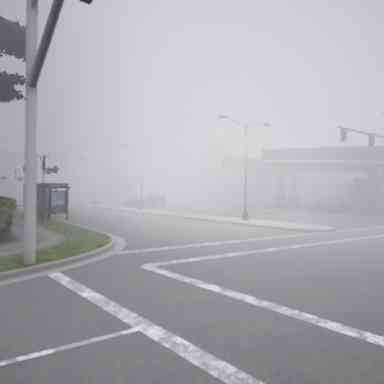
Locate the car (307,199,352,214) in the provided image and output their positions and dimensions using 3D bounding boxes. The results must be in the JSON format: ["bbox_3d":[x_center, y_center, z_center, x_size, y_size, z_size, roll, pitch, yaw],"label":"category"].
[{"bbox_3d":[15.970,1.667,39.591,2.242,1.667,4.611,1,0,-35],"label":"car"}]

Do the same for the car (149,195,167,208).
[{"bbox_3d":[-6.163,1.496,54.245,2.150,2.045,5.566,1,0,-35],"label":"car"}]

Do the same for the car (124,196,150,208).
[{"bbox_3d":[-9.014,1.716,52.210,1.882,1.535,5.008,1,0,-35],"label":"car"}]

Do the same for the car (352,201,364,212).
[{"bbox_3d":[20.234,1.887,43.513,1.970,1.475,3.806,1,0,-35],"label":"car"}]
